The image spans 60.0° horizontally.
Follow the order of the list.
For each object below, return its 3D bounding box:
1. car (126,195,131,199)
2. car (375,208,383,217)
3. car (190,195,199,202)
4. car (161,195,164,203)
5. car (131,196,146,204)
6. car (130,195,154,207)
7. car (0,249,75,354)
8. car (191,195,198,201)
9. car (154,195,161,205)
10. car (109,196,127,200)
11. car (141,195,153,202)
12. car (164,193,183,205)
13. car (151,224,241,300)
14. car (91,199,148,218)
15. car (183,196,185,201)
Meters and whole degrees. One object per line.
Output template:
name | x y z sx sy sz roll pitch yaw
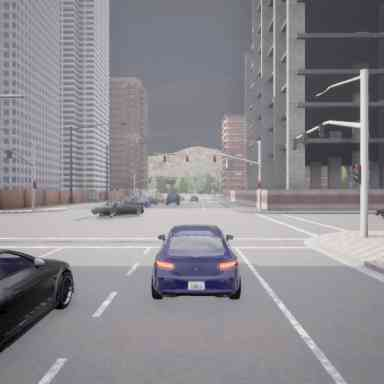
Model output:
car | -10.498 1.352 54.105 2.097 1.767 4.553 0 0 1
car | 18.339 1.547 27.732 5.357 1.411 2.033 0 0 1
car | 0.481 1.525 75.596 2.128 1.511 4.902 0 0 1
car | -6.692 1.352 67.196 2.097 1.767 4.553 0 0 1
car | -10.274 1.478 64.234 1.882 1.535 5.008 0 0 2
car | -7.104 1.478 48.046 1.882 1.535 5.008 0 0 1
car | -3.429 1.564 5.214 1.994 1.385 4.181 0 0 1
car | 0.670 1.524 85.990 1.812 1.442 4.674 0 0 1
car | -6.928 1.601 57.389 1.895 1.301 4.718 0 0 1
car | -10.643 1.564 45.545 1.994 1.385 4.181 0 0 1
car | -10.043 1.473 74.411 1.882 1.535 5.008 0 0 1
car | -3.232 1.221 58.888 2.150 2.045 5.566 0 0 1
car | 0.093 1.526 8.296 1.812 1.442 4.674 0 0 0
car | -6.588 1.601 30.033 1.895 1.301 4.718 0 0 40
car | -2.834 1.595 85.848 1.895 1.301 4.718 0 0 1
